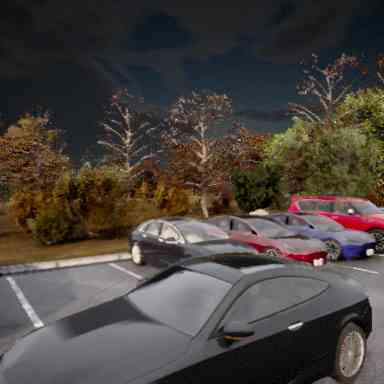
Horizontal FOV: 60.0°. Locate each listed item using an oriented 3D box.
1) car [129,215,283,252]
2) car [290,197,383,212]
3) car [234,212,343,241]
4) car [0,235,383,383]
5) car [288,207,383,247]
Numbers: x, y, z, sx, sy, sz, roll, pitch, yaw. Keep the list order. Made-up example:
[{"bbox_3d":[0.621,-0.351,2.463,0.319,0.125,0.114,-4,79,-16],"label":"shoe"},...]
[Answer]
[{"bbox_3d":[-0.151,1.489,9.498,2.231,1.521,4.892,0,0,-35],"label":"car"},{"bbox_3d":[6.665,1.251,14.315,2.435,2.045,5.566,0,0,-35],"label":"car"},{"bbox_3d":[2.067,1.522,11.035,2.163,1.488,4.792,0,0,-35],"label":"car"},{"bbox_3d":[0.332,1.530,3.926,4.674,1.442,1.812,0,0,-35],"label":"car"},{"bbox_3d":[4.366,1.527,12.674,2.163,1.488,4.792,0,0,-35],"label":"car"}]
